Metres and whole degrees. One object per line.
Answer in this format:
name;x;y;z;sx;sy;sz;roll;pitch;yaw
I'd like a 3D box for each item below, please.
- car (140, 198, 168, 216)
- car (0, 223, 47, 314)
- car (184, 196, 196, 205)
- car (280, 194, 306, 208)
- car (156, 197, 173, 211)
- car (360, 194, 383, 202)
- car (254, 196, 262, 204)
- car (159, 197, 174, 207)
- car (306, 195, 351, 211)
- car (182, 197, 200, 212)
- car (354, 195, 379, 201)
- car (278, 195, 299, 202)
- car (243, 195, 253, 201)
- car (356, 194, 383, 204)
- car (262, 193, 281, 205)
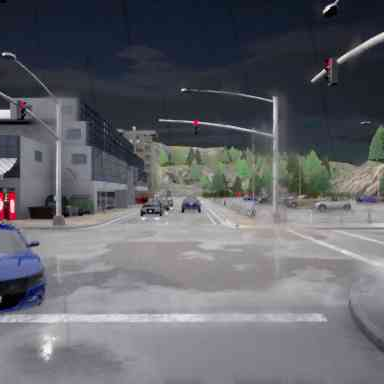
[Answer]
car;-3.755;1.564;32.046;1.994;1.385;4.181;0;0;0
car;-4.652;1.461;7.429;1.882;1.535;5.008;1;0;-35
car;-0.282;1.547;60.499;2.033;1.411;5.357;0;0;0
car;13.960;1.169;40.959;5.027;1.636;2.152;0;0;0
car;-3.798;1.352;40.660;2.097;1.767;4.553;0;0;0
car;39.611;1.346;72.248;5.027;1.636;2.152;0;0;0
car;13.467;1.113;56.657;4.605;1.855;1.932;0;0;0
car;-3.832;1.526;50.782;1.812;1.442;4.674;0;0;0
car;14.316;1.247;34.543;3.806;1.475;1.970;0;0;0
car;-0.098;1.352;39.210;2.097;1.767;4.553;0;0;0
car;39.542;1.355;75.384;4.514;1.523;2.007;0;0;0
car;20.944;1.399;72.299;3.806;1.475;1.970;0;0;0
car;13.509;1.389;75.241;3.633;1.501;1.845;0;0;0
car;31.998;1.335;60.363;3.633;1.501;1.845;0;0;0
car;13.894;1.092;53.753;3.866;1.878;1.905;0;0;0
